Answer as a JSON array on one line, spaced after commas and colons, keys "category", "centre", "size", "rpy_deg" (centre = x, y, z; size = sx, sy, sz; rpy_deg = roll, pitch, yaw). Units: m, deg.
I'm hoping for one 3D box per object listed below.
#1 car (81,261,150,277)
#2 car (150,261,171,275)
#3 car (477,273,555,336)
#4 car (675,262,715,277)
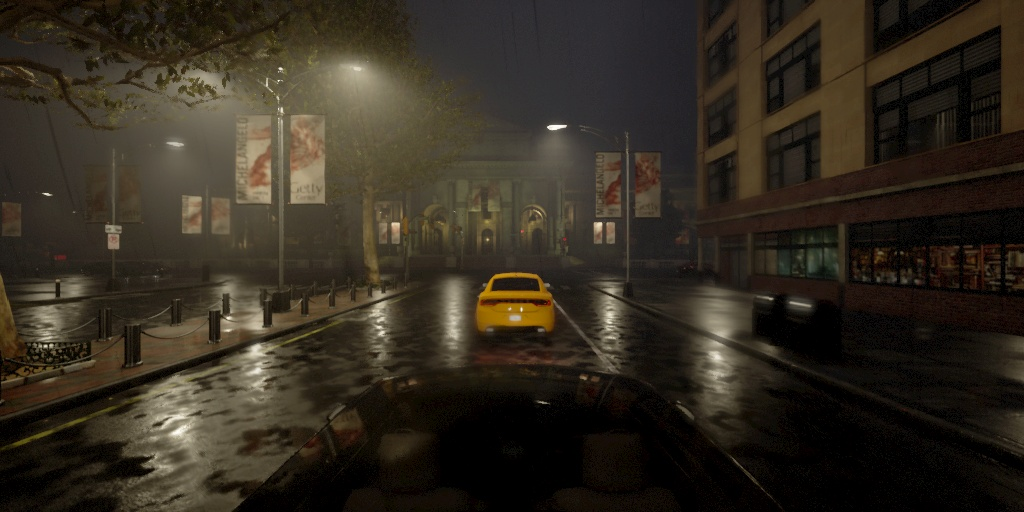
[{"category": "car", "centre": [-38.845, 1.254, 34.903], "size": [4.892, 1.490, 1.837], "rpy_deg": [0, 0, 1]}, {"category": "car", "centre": [-39.448, 1.254, 38.414], "size": [4.892, 1.490, 1.837], "rpy_deg": [0, 0, 1]}, {"category": "car", "centre": [0.122, 1.227, 10.431], "size": [1.882, 1.535, 5.008], "rpy_deg": [0, 0, 1]}, {"category": "car", "centre": [18.130, 1.275, 34.270], "size": [4.674, 1.442, 1.812], "rpy_deg": [0, 0, 1]}]
